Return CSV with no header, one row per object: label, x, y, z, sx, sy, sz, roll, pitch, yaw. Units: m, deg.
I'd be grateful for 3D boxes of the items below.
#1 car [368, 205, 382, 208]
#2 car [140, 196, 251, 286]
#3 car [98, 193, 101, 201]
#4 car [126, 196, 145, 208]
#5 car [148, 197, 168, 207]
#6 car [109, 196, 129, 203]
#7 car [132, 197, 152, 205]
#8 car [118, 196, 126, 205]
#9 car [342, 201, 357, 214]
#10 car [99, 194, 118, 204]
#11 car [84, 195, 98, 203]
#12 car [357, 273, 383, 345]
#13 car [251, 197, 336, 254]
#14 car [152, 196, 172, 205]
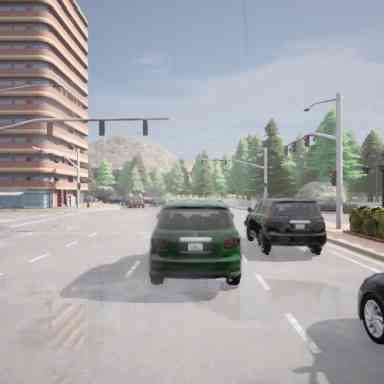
car,19.214,1.670,32.245,4.718,1.301,1.895,0,0,1
car,0.089,1.227,9.595,2.150,2.045,5.566,0,0,0
car,-23.093,1.556,74.665,4.674,1.442,1.812,0,0,31
car,-7.933,1.372,47.227,2.097,1.767,4.553,0,0,-13
car,-5.319,1.570,52.049,2.033,1.411,5.357,0,0,-18
car,-15.144,1.582,68.698,4.181,1.385,1.994,0,0,45
car,-9.246,1.627,60.799,1.895,1.301,4.718,0,0,-31
car,-10.527,1.529,55.642,1.837,1.490,4.892,0,0,-26
car,14.947,1.618,35.767,5.357,1.411,2.033,0,0,4
car,-15.417,1.628,63.509,1.895,1.301,4.718,0,0,-39
car,-22.858,1.556,70.424,4.902,1.511,2.128,0,0,34
car,3.607,1.507,3.492,1.837,1.490,4.892,0,0,0
car,3.613,1.229,13.730,2.150,2.045,5.566,0,0,0
car,-5.640,1.552,61.852,1.812,1.442,4.674,0,0,-29
